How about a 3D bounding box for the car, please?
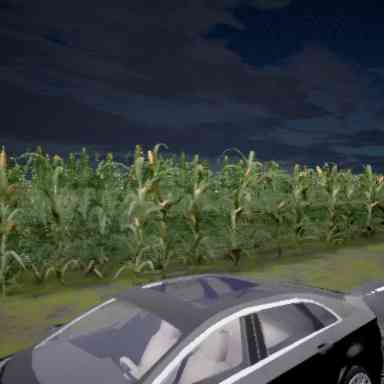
[{"bbox_3d":[-0.135,1.618,2.896,4.902,1.511,2.128,0,-3,-39],"label":"car"}]
